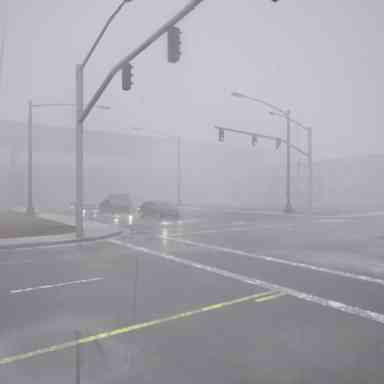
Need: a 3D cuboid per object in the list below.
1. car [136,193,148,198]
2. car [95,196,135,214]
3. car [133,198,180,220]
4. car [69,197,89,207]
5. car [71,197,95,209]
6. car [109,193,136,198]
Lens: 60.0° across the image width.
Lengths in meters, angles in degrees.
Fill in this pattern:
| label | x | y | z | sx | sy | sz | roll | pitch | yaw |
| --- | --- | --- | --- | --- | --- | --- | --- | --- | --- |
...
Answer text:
| label | x | y | z | sx | sy | sz | roll | pitch | yaw |
| --- | --- | --- | --- | --- | --- | --- | --- | --- | --- |
| car | -12.299 | 1.222 | 69.200 | 2.150 | 2.045 | 5.566 | 0 | 0 | 29 |
| car | -8.455 | 1.478 | 36.017 | 1.882 | 1.535 | 5.008 | 0 | 0 | -36 |
| car | -2.872 | 1.505 | 28.448 | 1.837 | 1.490 | 4.892 | 0 | 0 | -36 |
| car | -18.308 | 1.547 | 54.178 | 2.033 | 1.411 | 5.357 | 0 | 0 | -8 |
| car | -14.258 | 1.526 | 44.302 | 1.812 | 1.442 | 4.674 | 0 | 0 | -32 |
| car | -10.014 | 1.221 | 44.419 | 2.150 | 2.045 | 5.566 | 0 | 0 | -35 |
